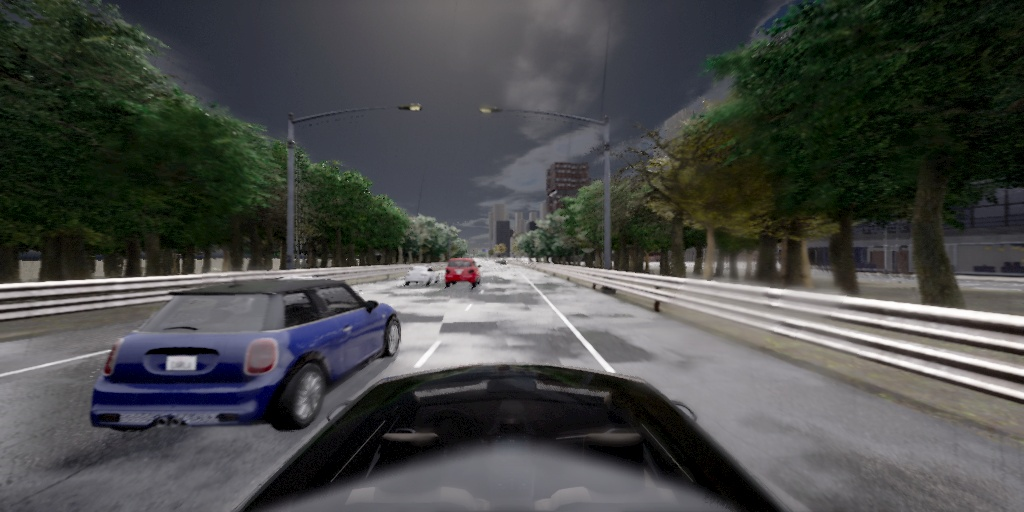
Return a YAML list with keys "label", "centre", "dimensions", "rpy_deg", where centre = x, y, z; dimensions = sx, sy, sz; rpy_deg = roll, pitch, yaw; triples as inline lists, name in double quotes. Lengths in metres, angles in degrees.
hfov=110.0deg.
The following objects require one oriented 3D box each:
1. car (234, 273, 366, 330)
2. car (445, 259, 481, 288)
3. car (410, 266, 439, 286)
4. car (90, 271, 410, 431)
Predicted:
- label: "car"
  centre: [-6.927, 1.384, 12.436]
  dimensions: [1.812, 1.442, 4.674]
  rpy_deg: [0, -1, 0]
- label: "car"
  centre: [-3.548, 1.215, 26.414]
  dimensions: [2.150, 2.045, 5.566]
  rpy_deg: [0, -1, -1]
- label: "car"
  centre: [-7.058, 1.541, 28.266]
  dimensions: [1.812, 1.442, 4.674]
  rpy_deg: [0, -1, -1]
- label: "car"
  centre: [-3.410, 1.143, 5.822]
  dimensions: [2.097, 1.767, 4.553]
  rpy_deg: [0, -1, 0]
